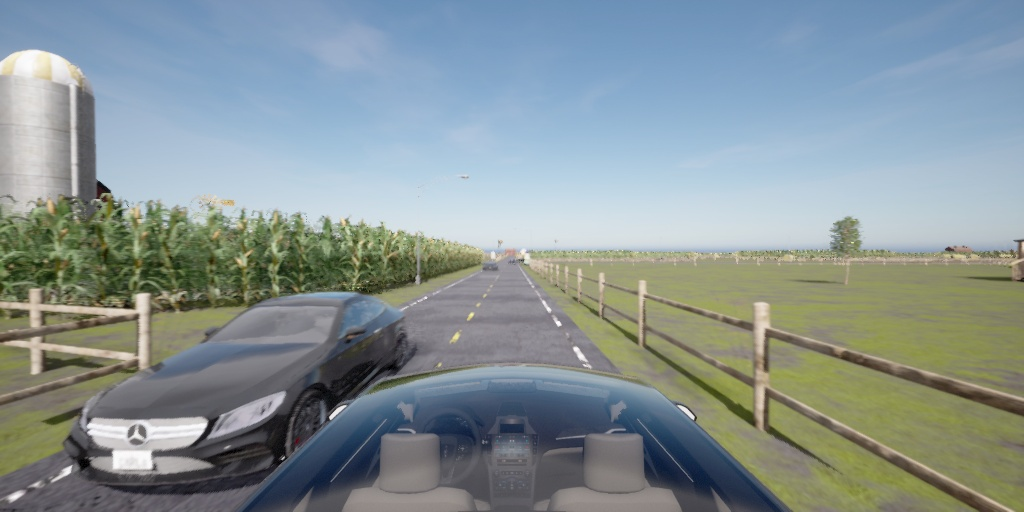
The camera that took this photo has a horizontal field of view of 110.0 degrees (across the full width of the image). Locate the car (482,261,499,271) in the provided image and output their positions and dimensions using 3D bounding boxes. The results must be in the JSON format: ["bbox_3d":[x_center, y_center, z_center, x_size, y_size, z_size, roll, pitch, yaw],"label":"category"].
[{"bbox_3d":[-2.811,1.318,47.554,1.994,1.385,4.181,0,0,0],"label":"car"}]

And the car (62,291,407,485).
[{"bbox_3d":[-2.849,1.277,5.021,1.812,1.442,4.674,0,0,0],"label":"car"}]
